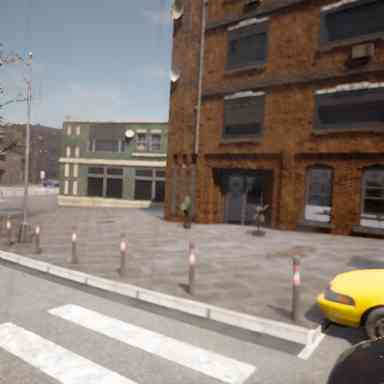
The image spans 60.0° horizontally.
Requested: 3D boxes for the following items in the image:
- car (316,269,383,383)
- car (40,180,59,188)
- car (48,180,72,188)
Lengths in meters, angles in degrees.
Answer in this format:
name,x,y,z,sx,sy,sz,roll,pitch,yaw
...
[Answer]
name,x,y,z,sx,sy,sz,roll,pitch,yaw
car,3.152,1.512,1.501,4.892,1.490,1.837,-1,0,35
car,-31.159,-1.949,73.091,4.553,1.767,2.185,4,3,23
car,-30.100,-1.886,75.645,5.008,1.535,2.097,4,3,23
